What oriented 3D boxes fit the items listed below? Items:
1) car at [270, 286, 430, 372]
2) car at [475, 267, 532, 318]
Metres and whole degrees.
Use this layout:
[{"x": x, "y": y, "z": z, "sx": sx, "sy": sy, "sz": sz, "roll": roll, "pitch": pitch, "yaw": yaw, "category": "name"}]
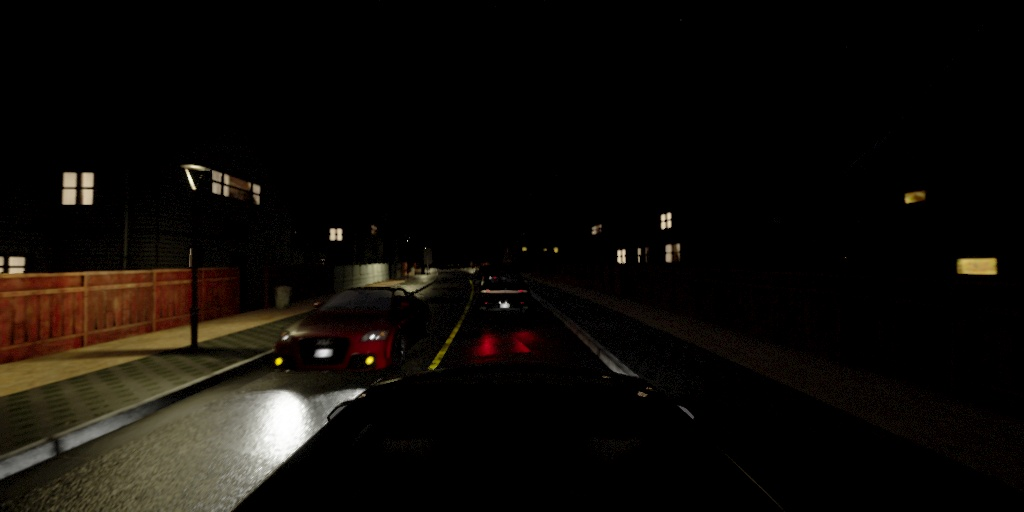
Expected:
[{"x": -3.039, "y": 1.364, "z": 7.653, "sx": 1.994, "sy": 1.385, "sz": 4.181, "roll": 0, "pitch": 0, "yaw": -2, "category": "car"}, {"x": -0.370, "y": 1.349, "z": 13.562, "sx": 2.128, "sy": 1.511, "sz": 4.902, "roll": 0, "pitch": -1, "yaw": -3, "category": "car"}]
